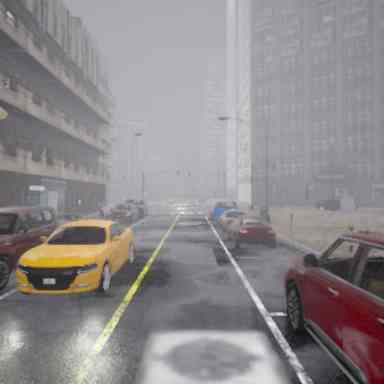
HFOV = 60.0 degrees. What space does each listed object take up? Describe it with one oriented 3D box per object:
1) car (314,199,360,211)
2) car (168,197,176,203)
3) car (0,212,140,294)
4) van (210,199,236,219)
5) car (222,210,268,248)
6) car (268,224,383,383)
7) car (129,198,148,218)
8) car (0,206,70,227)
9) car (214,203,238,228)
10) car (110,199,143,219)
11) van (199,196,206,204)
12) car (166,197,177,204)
[{"bbox_3d":[16.800,1.559,38.648,4.892,1.490,1.837,-1,-1,41],"label":"car"},{"bbox_3d":[-5.356,2.105,91.496,1.967,1.590,4.097,0,-1,0],"label":"car"},{"bbox_3d":[-2.854,1.530,9.159,1.882,1.535,5.008,0,0,0],"label":"car"},{"bbox_3d":[2.559,1.495,25.866,1.690,1.788,3.998,0,0,0],"label":"van"},{"bbox_3d":[2.563,1.667,14.795,1.802,1.307,4.206,0,0,0],"label":"car"},{"bbox_3d":[2.571,1.337,3.724,2.192,1.841,5.009,0,0,0],"label":"car"},{"bbox_3d":[-5.324,1.505,31.392,2.192,1.841,5.009,0,0,0],"label":"car"},{"bbox_3d":[-5.312,1.367,9.249,2.192,1.841,5.009,0,0,0],"label":"car"},{"bbox_3d":[2.561,1.645,20.501,1.752,1.417,4.829,0,0,0],"label":"car"},{"bbox_3d":[-5.321,1.593,25.856,1.967,1.590,4.097,0,0,0],"label":"car"},{"bbox_3d":[2.530,1.907,80.396,1.690,1.788,3.998,0,-1,0],"label":"van"},{"bbox_3d":[-5.351,2.089,80.221,1.752,1.417,4.829,0,0,0],"label":"car"}]
